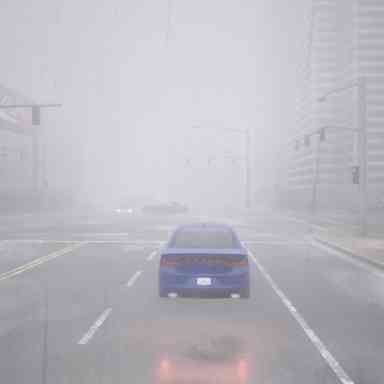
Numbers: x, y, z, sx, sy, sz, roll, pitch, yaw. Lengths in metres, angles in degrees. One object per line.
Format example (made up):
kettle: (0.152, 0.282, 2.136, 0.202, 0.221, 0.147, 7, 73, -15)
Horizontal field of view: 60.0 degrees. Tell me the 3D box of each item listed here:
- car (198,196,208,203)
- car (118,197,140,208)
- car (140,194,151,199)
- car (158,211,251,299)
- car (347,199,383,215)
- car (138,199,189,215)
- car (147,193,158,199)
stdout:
car: (2.325, 1.525, 68.945, 1.812, 1.442, 4.674, 0, 0, 2)
car: (-9.081, 1.505, 47.323, 1.837, 1.490, 4.892, 0, 0, 2)
car: (-8.744, 1.526, 57.359, 1.812, 1.442, 4.674, 0, 0, 2)
car: (0.313, 1.478, 8.538, 1.882, 1.535, 5.008, 0, 0, 2)
car: (17.757, 1.504, 32.425, 4.892, 1.490, 1.837, 0, 0, 2)
car: (-2.635, 1.601, 32.988, 4.718, 1.301, 1.895, 0, 0, 2)
car: (-8.333, 1.221, 67.625, 2.150, 2.045, 5.566, 0, 0, 2)
